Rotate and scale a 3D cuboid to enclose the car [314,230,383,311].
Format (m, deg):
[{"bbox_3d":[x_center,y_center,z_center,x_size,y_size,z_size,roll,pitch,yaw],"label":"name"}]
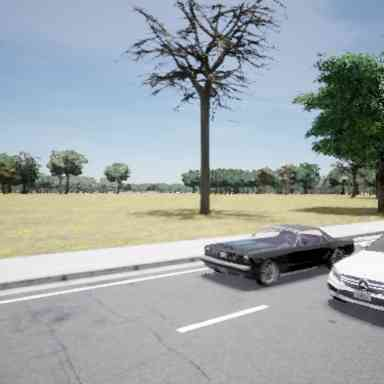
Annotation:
[{"bbox_3d":[4.883,1.556,7.178,4.674,1.442,1.812,0,0,-35],"label":"car"}]

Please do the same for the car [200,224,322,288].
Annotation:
[{"bbox_3d":[2.571,1.630,9.508,4.718,1.301,1.895,0,0,-35],"label":"car"}]
